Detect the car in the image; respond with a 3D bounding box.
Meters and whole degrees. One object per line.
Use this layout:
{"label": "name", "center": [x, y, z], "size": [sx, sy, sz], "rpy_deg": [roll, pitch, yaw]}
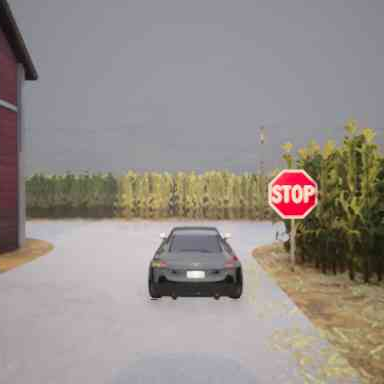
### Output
{"label": "car", "center": [0.080, 1.545, 8.396], "size": [1.994, 1.385, 4.181], "rpy_deg": [0, 0, 0]}
